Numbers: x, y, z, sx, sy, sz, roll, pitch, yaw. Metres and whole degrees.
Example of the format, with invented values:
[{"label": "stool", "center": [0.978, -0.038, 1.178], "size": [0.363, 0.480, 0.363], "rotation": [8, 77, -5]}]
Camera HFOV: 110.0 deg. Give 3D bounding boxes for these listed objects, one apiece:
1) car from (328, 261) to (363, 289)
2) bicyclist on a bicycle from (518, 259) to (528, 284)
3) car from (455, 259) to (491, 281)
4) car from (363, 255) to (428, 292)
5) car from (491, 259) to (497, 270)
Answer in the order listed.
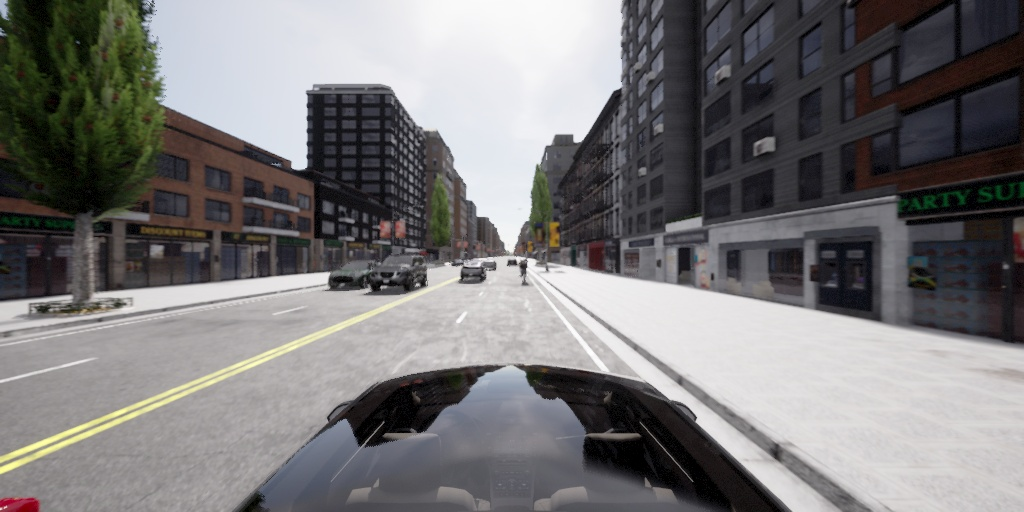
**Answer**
[{"label": "car", "center": [-9.848, 1.088, 23.012], "size": [2.097, 1.767, 4.553], "rotation": [0, 0, 0]}, {"label": "bicyclist on a bicycle", "center": [0.894, 1.103, 26.237], "size": [0.659, 1.776, 1.843], "rotation": [0, 0, 0]}, {"label": "car", "center": [-3.150, 1.221, 29.973], "size": [2.128, 1.511, 4.902], "rotation": [0, 0, 0]}, {"label": "car", "center": [-6.600, 0.958, 21.587], "size": [2.150, 2.045, 5.566], "rotation": [0, 0, 0]}, {"label": "car", "center": [-3.150, 1.198, 51.484], "size": [2.128, 1.511, 4.902], "rotation": [0, 0, 0]}]
